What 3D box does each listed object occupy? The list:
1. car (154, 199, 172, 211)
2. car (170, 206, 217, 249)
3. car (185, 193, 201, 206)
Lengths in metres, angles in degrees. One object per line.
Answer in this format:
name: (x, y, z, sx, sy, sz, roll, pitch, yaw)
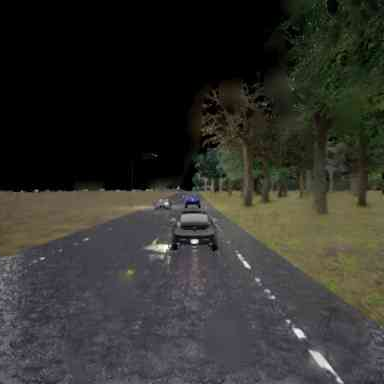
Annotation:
car: (-3.507, 1.590, 41.424, 1.994, 1.385, 4.181, 0, 0, 0)
car: (0.099, 1.613, 15.052, 1.837, 1.490, 4.892, 0, 0, 0)
car: (0.096, 1.186, 49.126, 2.150, 2.045, 5.566, 0, 1, 0)
